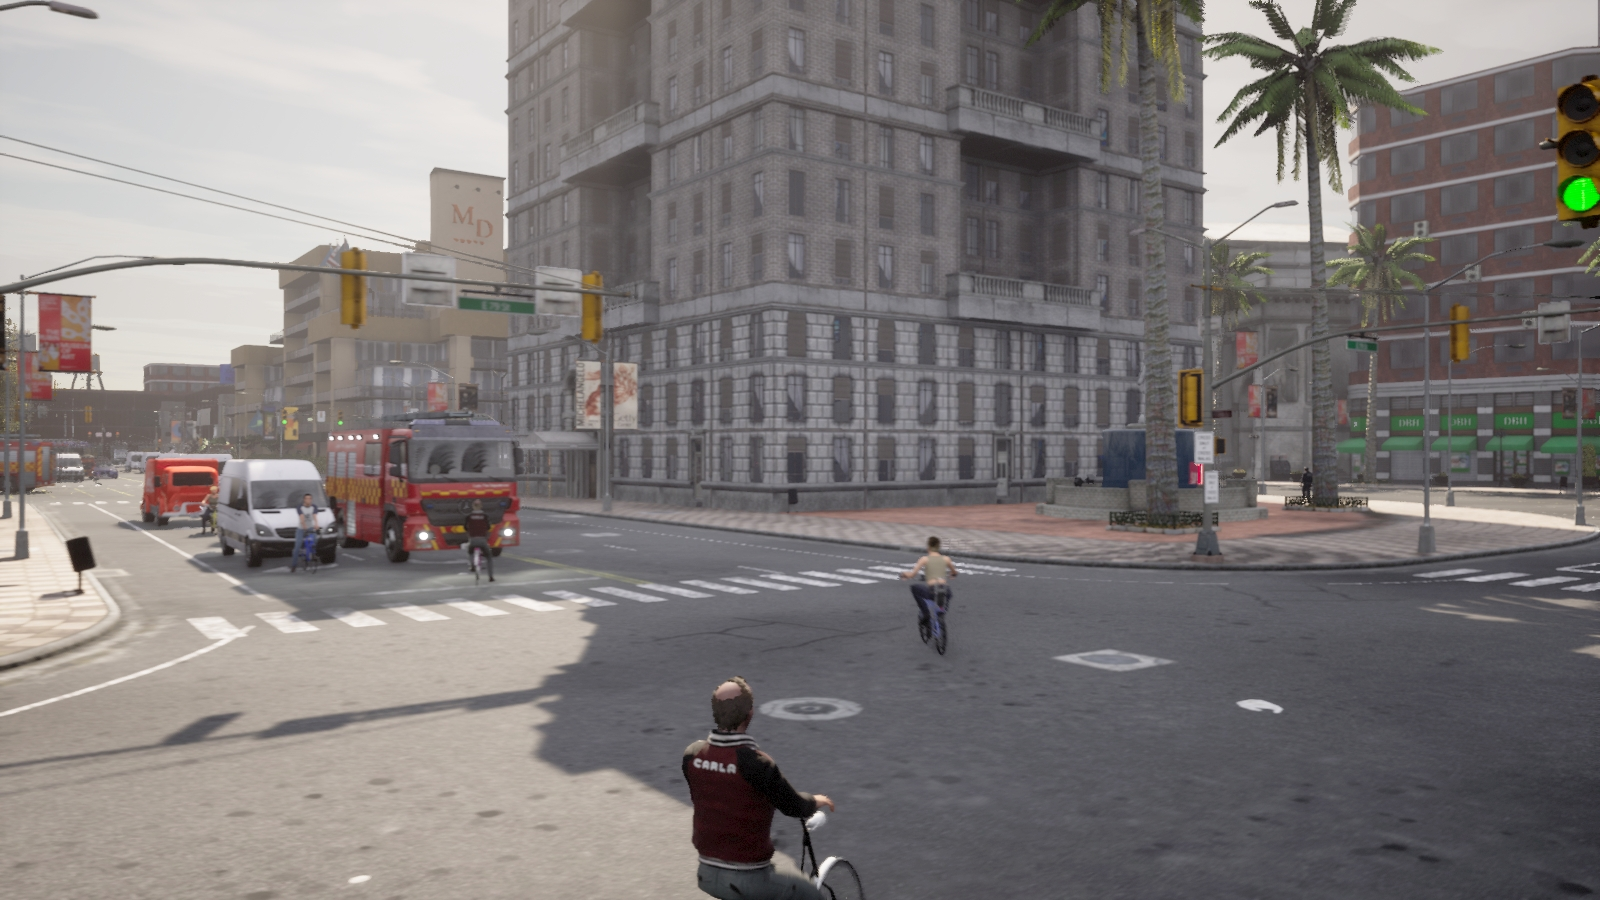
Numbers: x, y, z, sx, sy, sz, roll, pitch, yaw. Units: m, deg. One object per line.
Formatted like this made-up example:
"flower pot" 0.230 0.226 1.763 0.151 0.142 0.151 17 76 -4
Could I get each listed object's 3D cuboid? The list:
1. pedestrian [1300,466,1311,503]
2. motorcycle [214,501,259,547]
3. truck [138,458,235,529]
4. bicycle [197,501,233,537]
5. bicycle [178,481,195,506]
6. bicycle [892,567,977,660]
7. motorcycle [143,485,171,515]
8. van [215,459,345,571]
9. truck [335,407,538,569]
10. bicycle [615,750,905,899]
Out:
"pedestrian" 25.221 1.720 56.969 0.375 1.860 0.375 0 0 -7
"motorcycle" -17.010 2.208 34.457 0.867 1.251 2.209 0 0 -35
"truck" -23.479 1.569 43.610 2.627 2.467 5.204 0 0 -35
"bicycle" -19.347 2.259 37.762 0.859 1.080 1.487 0 0 -35
"bicycle" -31.284 2.213 58.274 0.329 1.171 1.835 0 0 -13
"bicycle" 1.863 2.261 16.040 0.859 1.080 1.487 0 0 -7
"motorcycle" -28.442 2.184 50.529 0.856 1.236 1.805 0 0 -36
"van" -13.558 1.537 29.569 1.988 2.561 5.915 0 0 -35
"truck" -10.197 0.895 31.300 2.891 3.827 8.468 0 0 -35
"bicycle" -0.097 2.212 5.350 0.329 1.171 1.835 -2 -1 34
